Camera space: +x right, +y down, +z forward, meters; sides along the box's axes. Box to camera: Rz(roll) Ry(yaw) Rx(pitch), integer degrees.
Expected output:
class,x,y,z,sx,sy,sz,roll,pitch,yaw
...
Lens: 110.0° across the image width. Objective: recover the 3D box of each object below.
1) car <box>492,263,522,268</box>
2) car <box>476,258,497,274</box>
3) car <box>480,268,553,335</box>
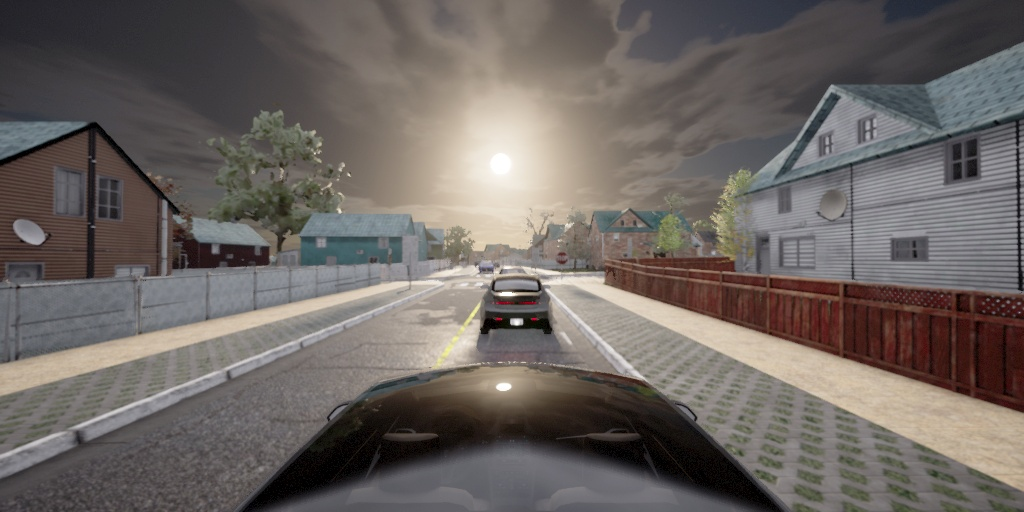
class,x,y,z,sx,sy,sz,roll,pitch,yaw
car,0.002,1.341,21.160,2.033,1.411,5.357,0,0,-3
car,-3.262,1.412,45.943,1.882,1.535,5.008,0,0,-3
car,0.113,1.272,10.626,1.837,1.490,4.892,0,0,0
